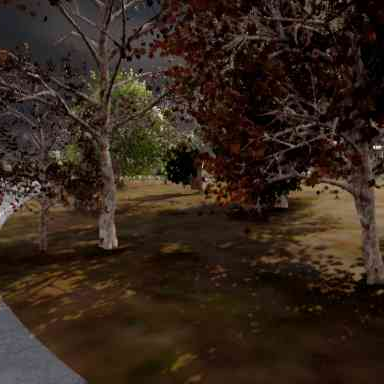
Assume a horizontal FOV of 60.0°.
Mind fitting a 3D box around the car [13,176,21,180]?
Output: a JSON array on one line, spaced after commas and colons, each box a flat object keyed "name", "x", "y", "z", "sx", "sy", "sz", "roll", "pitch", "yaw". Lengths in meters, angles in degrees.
[{"name": "car", "x": -35.583, "y": -2.540, "z": 67.872, "sx": 1.895, "sy": 1.301, "sz": 4.718, "roll": 0, "pitch": 4, "yaw": -28}]

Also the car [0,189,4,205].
[{"name": "car", "x": -15.150, "y": 0.175, "z": 24.019, "sx": 2.150, "sy": 2.045, "sz": 5.566, "roll": -1, "pitch": 4, "yaw": -22}]
